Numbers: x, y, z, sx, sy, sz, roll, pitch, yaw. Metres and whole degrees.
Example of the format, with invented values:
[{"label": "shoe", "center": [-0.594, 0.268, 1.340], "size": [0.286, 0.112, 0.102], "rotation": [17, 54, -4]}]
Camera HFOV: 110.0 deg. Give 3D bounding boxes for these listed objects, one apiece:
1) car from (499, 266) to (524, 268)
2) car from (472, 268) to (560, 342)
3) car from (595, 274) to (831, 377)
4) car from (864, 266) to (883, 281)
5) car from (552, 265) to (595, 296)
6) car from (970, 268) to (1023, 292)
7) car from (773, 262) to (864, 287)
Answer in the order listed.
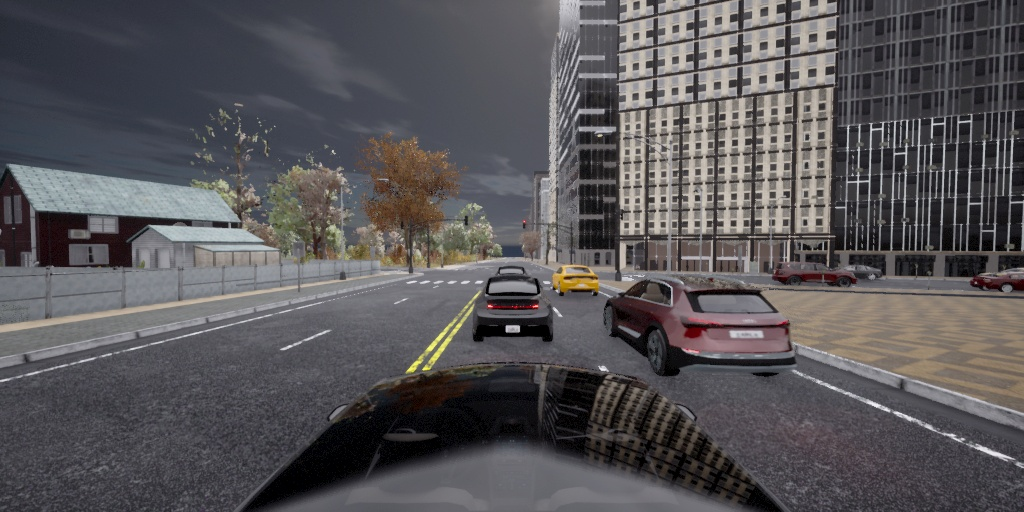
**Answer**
[{"label": "car", "center": [-0.032, 1.251, 18.450], "size": [1.837, 1.490, 4.892], "rotation": [0, 0, 0]}, {"label": "car", "center": [0.030, 1.252, 9.783], "size": [1.837, 1.490, 4.892], "rotation": [0, 0, 0]}, {"label": "car", "center": [3.338, 1.178, 7.357], "size": [2.033, 1.649, 4.856], "rotation": [0, 0, 0]}, {"label": "car", "center": [30.987, 1.468, 32.953], "size": [4.403, 1.370, 2.007], "rotation": [0, 0, 20]}, {"label": "car", "center": [3.283, 1.224, 19.263], "size": [1.882, 1.535, 5.008], "rotation": [0, 0, 0]}, {"label": "car", "center": [33.618, 1.715, 23.611], "size": [4.507, 1.381, 1.888], "rotation": [0, 0, 20]}, {"label": "car", "center": [22.965, 1.393, 27.489], "size": [5.009, 1.841, 2.192], "rotation": [0, 0, 20]}]
